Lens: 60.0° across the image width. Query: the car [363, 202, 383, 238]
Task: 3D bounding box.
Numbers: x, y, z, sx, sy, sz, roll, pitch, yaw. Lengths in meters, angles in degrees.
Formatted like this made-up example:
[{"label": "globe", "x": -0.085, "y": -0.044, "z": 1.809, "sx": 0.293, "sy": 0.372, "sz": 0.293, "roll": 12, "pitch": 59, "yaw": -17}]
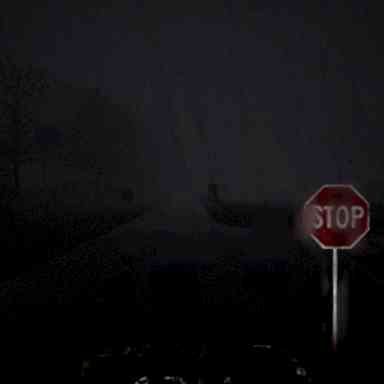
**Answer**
[{"label": "car", "x": 9.601, "y": 1.309, "z": 16.780, "sx": 4.553, "sy": 1.767, "sz": 2.097, "roll": 0, "pitch": 0, "yaw": 3}]
